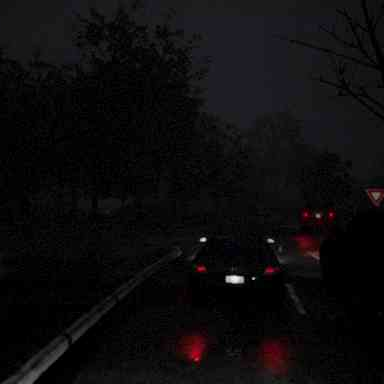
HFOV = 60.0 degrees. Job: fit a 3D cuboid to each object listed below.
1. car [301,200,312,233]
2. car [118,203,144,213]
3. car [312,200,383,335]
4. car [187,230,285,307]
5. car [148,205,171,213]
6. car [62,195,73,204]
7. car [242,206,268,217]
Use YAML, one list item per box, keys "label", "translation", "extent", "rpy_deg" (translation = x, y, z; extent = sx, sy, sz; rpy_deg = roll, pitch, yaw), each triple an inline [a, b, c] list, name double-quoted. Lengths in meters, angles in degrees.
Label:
- label: "car"
  translation: [8.596, 1.576, 22.148]
  extent: [2.150, 2.045, 5.566]
  rpy_deg: [-1, -2, 24]
- label: "car"
  translation: [-10.901, 2.767, 59.353]
  extent: [4.553, 1.767, 2.097]
  rpy_deg: [0, -2, -2]
- label: "car"
  translation: [4.006, 1.266, 5.976]
  extent: [2.150, 2.045, 5.566]
  rpy_deg: [0, -1, 7]
- label: "car"
  translation: [1.097, 1.639, 8.248]
  extent: [1.994, 1.385, 4.181]
  rpy_deg: [0, -1, 8]
- label: "car"
  translation: [-5.123, 2.842, 55.756]
  extent: [4.674, 1.442, 1.812]
  rpy_deg: [-1, -2, 25]
- label: "car"
  translation: [-32.648, 2.247, 85.326]
  extent: [1.946, 1.575, 5.366]
  rpy_deg: [0, 2, -12]
- label: "car"
  translation: [8.267, 2.504, 43.698]
  extent: [1.812, 1.442, 4.674]
  rpy_deg: [1, -2, -18]
